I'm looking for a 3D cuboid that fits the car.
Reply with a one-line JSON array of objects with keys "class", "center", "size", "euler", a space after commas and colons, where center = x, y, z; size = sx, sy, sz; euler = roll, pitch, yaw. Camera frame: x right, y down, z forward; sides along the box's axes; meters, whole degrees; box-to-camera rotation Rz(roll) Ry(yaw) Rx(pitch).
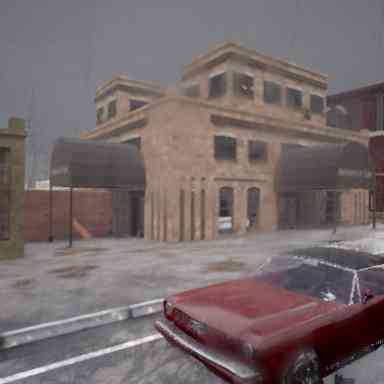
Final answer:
[{"class": "car", "center": [1.861, 1.601, 5.012], "size": [4.718, 1.301, 1.895], "euler": [0, 0, -35]}]
